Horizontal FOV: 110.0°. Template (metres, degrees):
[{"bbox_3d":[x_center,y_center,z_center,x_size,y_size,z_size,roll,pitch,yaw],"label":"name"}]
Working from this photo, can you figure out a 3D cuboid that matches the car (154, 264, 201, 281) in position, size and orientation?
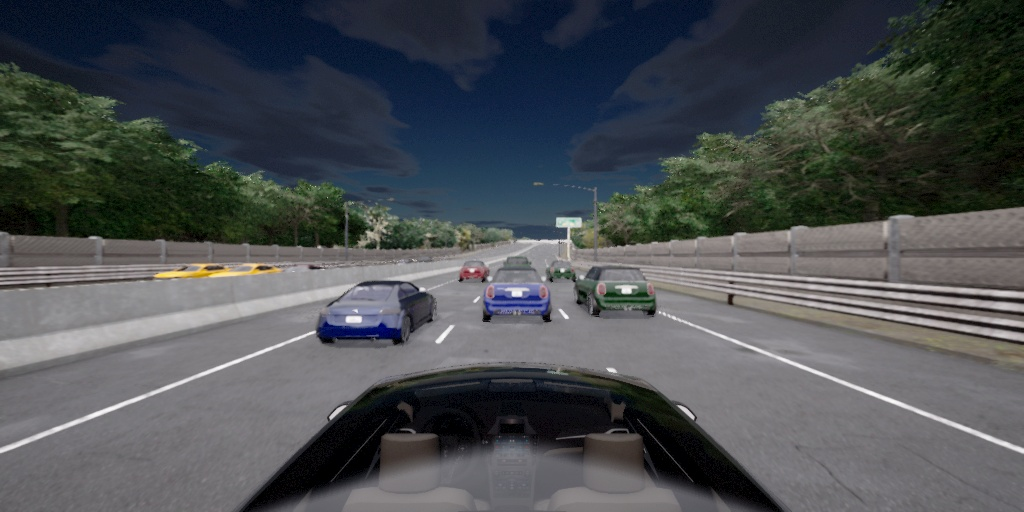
[{"bbox_3d":[-20.868,1.261,23.940,1.882,1.535,5.008,0,0,1],"label":"car"}]

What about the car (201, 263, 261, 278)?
[{"bbox_3d":[-17.371,1.263,23.793,1.882,1.535,5.008,0,0,1],"label":"car"}]

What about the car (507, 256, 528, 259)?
[{"bbox_3d":[0.440,1.031,29.113,2.150,2.045,5.566,0,0,1],"label":"car"}]

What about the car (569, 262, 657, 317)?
[{"bbox_3d":[3.675,1.130,13.551,2.097,1.767,4.553,0,0,1],"label":"car"}]

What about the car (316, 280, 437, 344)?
[{"bbox_3d":[-3.363,1.330,9.667,1.994,1.385,4.181,0,0,0],"label":"car"}]

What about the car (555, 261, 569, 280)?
[{"bbox_3d":[3.962,1.166,29.812,2.097,1.767,4.553,0,0,1],"label":"car"}]

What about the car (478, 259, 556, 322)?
[{"bbox_3d":[0.165,1.126,12.621,2.097,1.767,4.553,0,0,1],"label":"car"}]

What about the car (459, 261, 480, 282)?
[{"bbox_3d":[-3.039,1.161,29.842,2.097,1.767,4.553,0,0,1],"label":"car"}]

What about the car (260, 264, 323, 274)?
[{"bbox_3d":[-13.874,1.313,23.640,1.812,1.442,4.674,0,0,1],"label":"car"}]
